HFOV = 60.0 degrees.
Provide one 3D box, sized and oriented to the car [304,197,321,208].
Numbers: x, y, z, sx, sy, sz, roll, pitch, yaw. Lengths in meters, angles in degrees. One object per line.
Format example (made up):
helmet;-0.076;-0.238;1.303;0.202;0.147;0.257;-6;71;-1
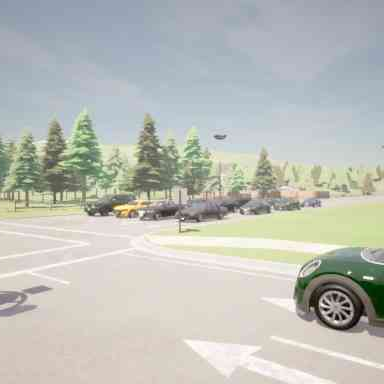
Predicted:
car;17.724;1.526;49.228;1.812;1.442;4.674;0;0;37

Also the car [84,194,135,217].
car;-7.705;1.221;32.357;2.150;2.045;5.566;0;0;36

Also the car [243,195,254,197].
car;8.657;1.491;42.830;2.128;1.511;4.902;0;0;36

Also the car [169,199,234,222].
car;0.906;1.547;26.346;2.033;1.411;5.357;0;0;36

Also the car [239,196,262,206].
car;9.986;1.478;56.417;1.882;1.535;5.008;0;0;37

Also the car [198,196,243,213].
car;3.077;1.478;35.226;1.882;1.535;5.008;0;0;36

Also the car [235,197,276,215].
car;6.585;1.526;34.072;1.812;1.442;4.674;0;0;36

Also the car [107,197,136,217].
car;-4.872;1.478;30.303;1.882;1.535;5.008;0;0;36

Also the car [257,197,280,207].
car;12.398;1.564;53.796;1.994;1.385;4.181;0;0;37

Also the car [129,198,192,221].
car;-2.482;1.491;27.645;2.128;1.511;4.902;0;0;36

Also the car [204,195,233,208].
car;3.948;1.352;48.240;2.097;1.767;4.553;0;0;36

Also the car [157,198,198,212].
car;-1.687;1.547;40.564;2.033;1.411;5.357;0;0;36

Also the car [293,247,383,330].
car;4.059;1.352;5.394;4.553;1.767;2.097;0;0;35

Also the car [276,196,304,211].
car;11.812;1.352;41.210;2.097;1.767;4.553;0;0;36

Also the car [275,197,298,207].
car;14.549;1.526;50.824;1.812;1.442;4.674;0;0;37

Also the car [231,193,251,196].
car;6.426;1.221;45.706;2.150;2.045;5.566;0;0;36
